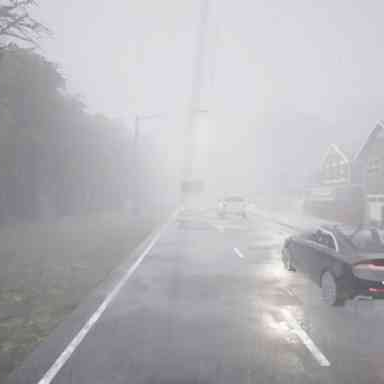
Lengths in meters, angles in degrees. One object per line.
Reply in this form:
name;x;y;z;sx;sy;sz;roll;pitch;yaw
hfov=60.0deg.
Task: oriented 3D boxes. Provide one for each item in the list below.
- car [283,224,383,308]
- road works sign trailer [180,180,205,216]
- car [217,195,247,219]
car;3.603;1.514;7.968;2.128;1.511;4.902;0;0;0
road works sign trailer;0.006;0.545;34.180;2.380;3.560;2.880;0;0;0
car;3.601;1.295;30.475;2.150;2.045;5.566;0;0;0
